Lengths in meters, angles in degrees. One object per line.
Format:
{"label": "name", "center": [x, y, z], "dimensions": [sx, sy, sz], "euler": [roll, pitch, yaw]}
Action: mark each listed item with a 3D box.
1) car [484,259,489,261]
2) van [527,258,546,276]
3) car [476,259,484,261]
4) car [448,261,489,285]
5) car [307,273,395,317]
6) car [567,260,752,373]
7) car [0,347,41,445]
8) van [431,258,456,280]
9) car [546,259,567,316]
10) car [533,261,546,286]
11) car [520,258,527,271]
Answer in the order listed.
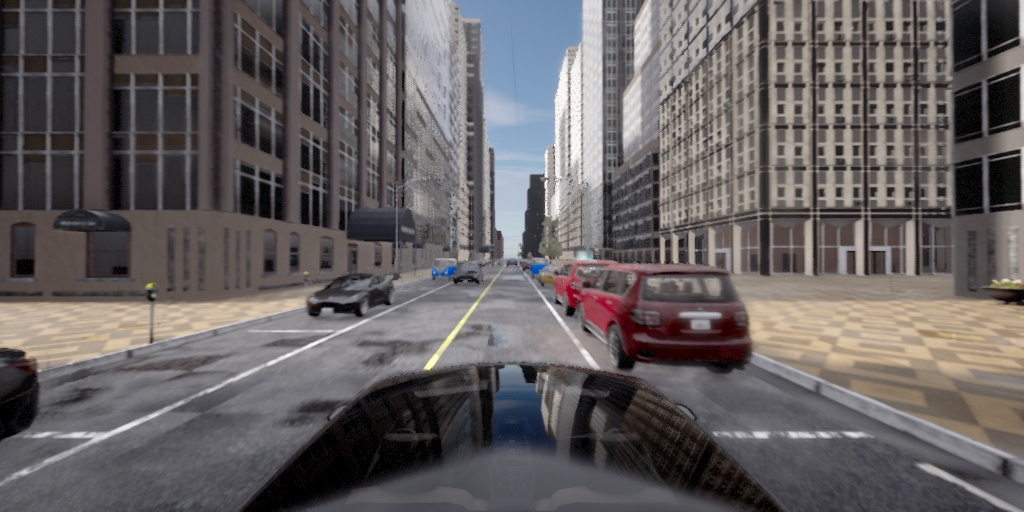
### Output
{"label": "car", "center": [-5.680, 1.201, 64.432], "dimensions": [1.967, 1.591, 4.097], "euler": [0, 0, 0]}
{"label": "van", "center": [2.696, 1.094, 35.965], "dimensions": [1.690, 1.789, 3.998], "euler": [0, 0, 0]}
{"label": "car", "center": [-5.682, 1.308, 53.053], "dimensions": [2.007, 1.370, 4.403], "euler": [0, 0, 0]}
{"label": "car", "center": [-3.092, 1.300, 26.461], "dimensions": [2.033, 1.411, 5.357], "euler": [0, 0, 0]}
{"label": "car", "center": [-5.689, 1.317, 13.230], "dimensions": [1.948, 1.339, 4.313], "euler": [0, 0, 0]}
{"label": "car", "center": [2.691, 1.065, 7.520], "dimensions": [2.192, 1.841, 5.009], "euler": [0, 0, 0]}
{"label": "car", "center": [-5.691, 1.316, 1.851], "dimensions": [1.948, 1.339, 4.313], "euler": [0, 0, 0]}
{"label": "van", "center": [-5.686, 1.094, 30.297], "dimensions": [1.690, 1.789, 3.998], "euler": [0, 0, 0]}
{"label": "car", "center": [2.692, 1.066, 13.208], "dimensions": [2.192, 1.841, 5.009], "euler": [0, 0, 0]}
{"label": "car", "center": [2.694, 1.277, 24.756], "dimensions": [1.751, 1.417, 4.829], "euler": [0, 0, 0]}
{"label": "car", "center": [2.360, 1.282, 47.599], "dimensions": [1.812, 1.442, 4.674], "euler": [0, 0, 0]}
